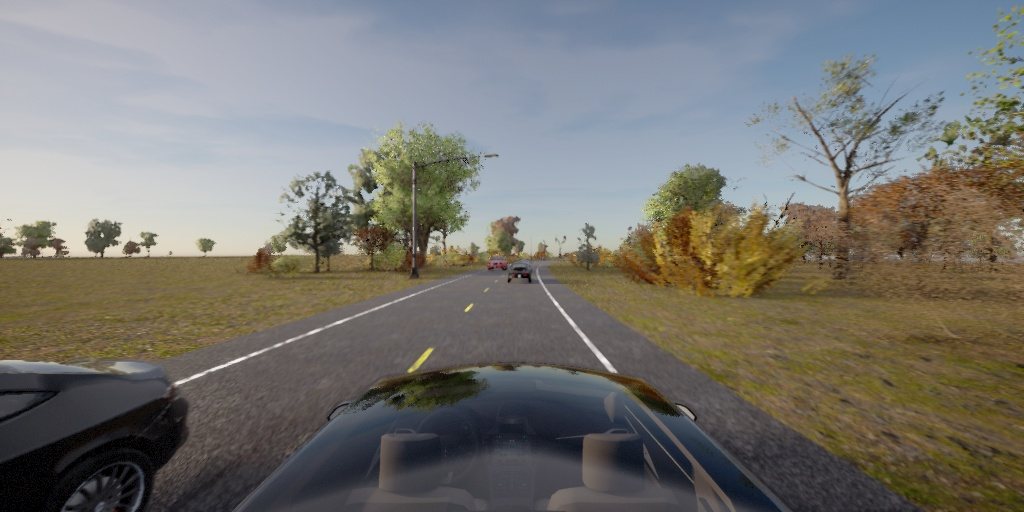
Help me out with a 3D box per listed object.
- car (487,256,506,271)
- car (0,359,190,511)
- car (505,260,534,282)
[{"bbox_3d":[-1.963,0.965,48.377,2.150,2.045,5.566,0,0,4],"label":"car"},{"bbox_3d":[-3.585,1.273,1.077,1.812,1.442,4.674,0,0,0],"label":"car"},{"bbox_3d":[0.657,1.258,29.157,1.837,1.490,4.892,0,0,2],"label":"car"}]
